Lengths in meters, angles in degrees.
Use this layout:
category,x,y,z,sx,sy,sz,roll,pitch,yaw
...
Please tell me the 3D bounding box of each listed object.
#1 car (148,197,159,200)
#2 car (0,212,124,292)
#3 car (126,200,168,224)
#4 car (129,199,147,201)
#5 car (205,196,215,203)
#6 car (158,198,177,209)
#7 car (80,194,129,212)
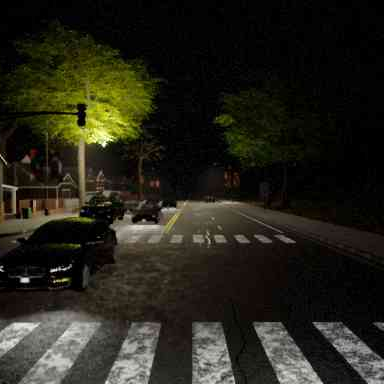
category,x,y,z,sx,sy,sz,roll,pitch,yaw
car,-6.274,1.485,53.726,2.128,1.511,4.902,0,0,1
car,-3.306,1.502,9.032,1.837,1.490,4.892,0,0,0
car,-3.227,1.539,24.996,2.033,1.411,5.357,0,0,0
car,-6.419,1.538,36.176,2.033,1.411,5.357,0,0,0
car,3.687,1.503,67.625,1.837,1.490,4.892,0,0,1
car,-3.108,1.556,45.660,1.994,1.385,4.181,0,0,0
car,-6.484,1.213,24.679,2.150,2.045,5.566,0,0,0
